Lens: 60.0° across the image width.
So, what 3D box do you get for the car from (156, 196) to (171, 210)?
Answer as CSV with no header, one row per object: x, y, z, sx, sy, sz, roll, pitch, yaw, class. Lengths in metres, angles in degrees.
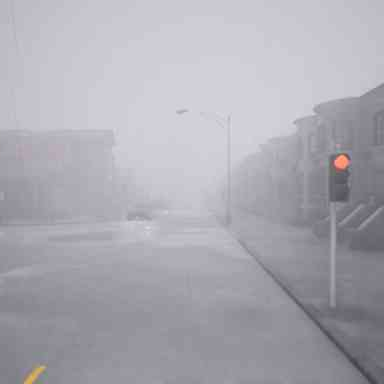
-4.147,1.495,43.726,1.882,1.535,5.008,0,0,0,car

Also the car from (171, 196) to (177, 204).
-4.089,1.551,64.408,1.812,1.442,4.674,0,0,0,car

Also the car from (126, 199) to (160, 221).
-4.142,1.559,27.810,2.033,1.411,5.357,0,0,0,car
